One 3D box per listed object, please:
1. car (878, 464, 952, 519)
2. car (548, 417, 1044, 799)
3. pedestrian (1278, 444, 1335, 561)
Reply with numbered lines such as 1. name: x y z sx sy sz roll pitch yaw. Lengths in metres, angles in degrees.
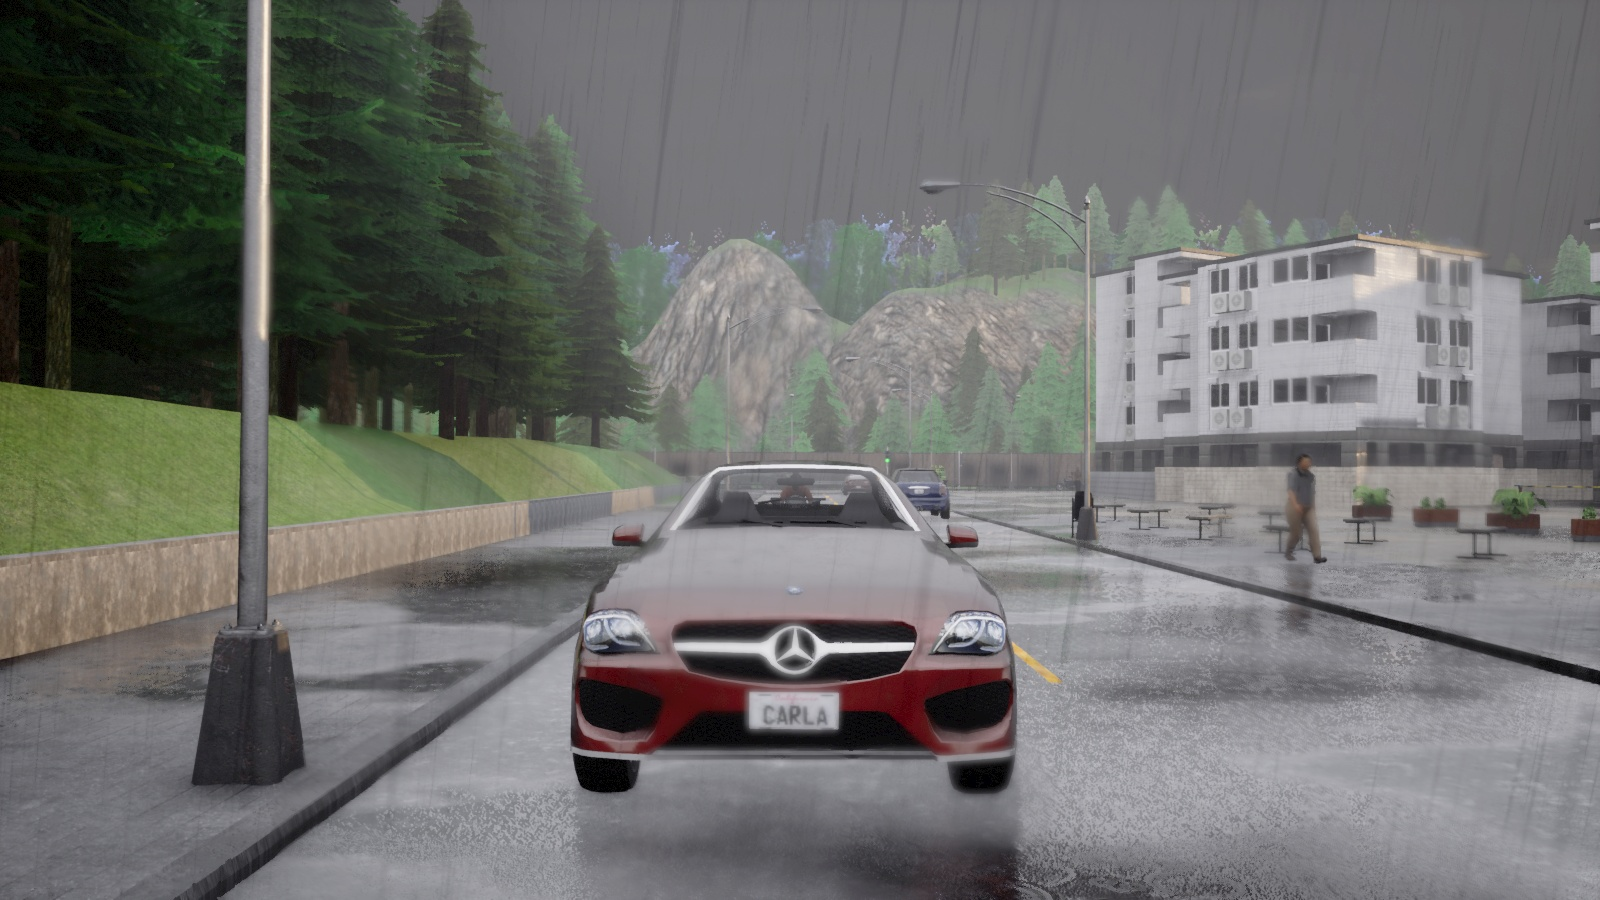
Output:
1. car: 3.877 1.380 43.136 2.097 1.767 4.553 0 -1 0
2. car: -0.024 0.727 7.983 2.152 1.651 5.027 0 -1 0
3. pedestrian: 8.151 0.830 20.208 0.540 1.848 0.694 0 -1 -11
